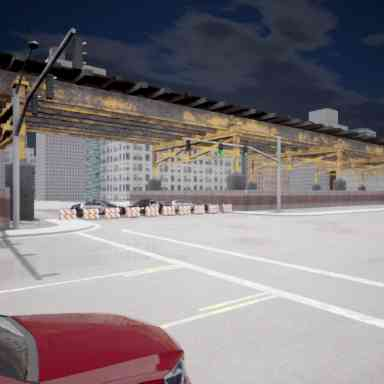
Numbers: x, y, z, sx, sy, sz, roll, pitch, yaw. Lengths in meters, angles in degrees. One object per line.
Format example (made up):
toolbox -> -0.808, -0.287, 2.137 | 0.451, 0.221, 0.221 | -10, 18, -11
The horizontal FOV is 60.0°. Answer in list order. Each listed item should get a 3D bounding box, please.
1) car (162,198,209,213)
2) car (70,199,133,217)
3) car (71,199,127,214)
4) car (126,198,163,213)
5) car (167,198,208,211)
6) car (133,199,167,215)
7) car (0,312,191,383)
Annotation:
car -> -0.748, 1.452, 36.848 | 4.974, 1.542, 2.038 | 0, 0, -7
car -> -8.388, 1.452, 30.385 | 4.974, 1.542, 2.038 | 0, 0, 8
car -> -8.439, 1.295, 30.392 | 4.536, 1.218, 1.853 | 0, 0, 8
car -> -4.634, 1.295, 33.129 | 1.853, 1.218, 4.536 | 0, 0, 18
car -> -0.800, 1.295, 36.841 | 4.536, 1.218, 1.853 | 0, 0, -7
car -> -4.649, 1.452, 33.079 | 2.038, 1.542, 4.974 | 0, 0, 18
car -> -2.160, 1.526, 2.226 | 4.674, 1.442, 1.812 | 0, 0, -35
